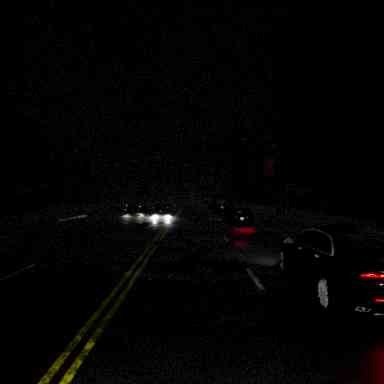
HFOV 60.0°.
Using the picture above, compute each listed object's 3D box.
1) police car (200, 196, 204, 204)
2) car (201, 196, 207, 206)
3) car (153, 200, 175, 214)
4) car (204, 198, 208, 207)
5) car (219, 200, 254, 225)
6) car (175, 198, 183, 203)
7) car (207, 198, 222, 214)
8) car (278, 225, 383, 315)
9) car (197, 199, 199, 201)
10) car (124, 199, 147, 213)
[{"bbox_3d":[3.252,2.042,71.316,1.930,1.638,5.238,0,-1,0],"label":"police car"},{"bbox_3d":[3.252,1.951,60.198,2.128,1.511,4.902,0,-1,0],"label":"car"},{"bbox_3d":[-3.342,1.786,37.808,1.895,1.301,4.718,0,-1,0],"label":"car"},{"bbox_3d":[3.252,1.883,49.191,1.994,1.385,4.181,0,-1,0],"label":"car"},{"bbox_3d":[3.353,1.569,24.809,1.837,1.490,4.892,0,-1,0],"label":"car"},{"bbox_3d":[-3.247,2.027,79.147,1.882,1.535,5.008,0,-1,0],"label":"car"},{"bbox_3d":[3.251,1.694,38.216,2.163,1.488,4.792,0,-1,0],"label":"car"},{"bbox_3d":[3.349,1.503,7.553,1.837,1.490,4.892,0,0,0],"label":"car"},{"bbox_3d":[3.253,2.199,93.253,2.150,2.045,5.566,0,-1,0],"label":"car"},{"bbox_3d":[-6.590,1.552,39.090,2.097,1.767,4.553,0,-1,0],"label":"car"}]
